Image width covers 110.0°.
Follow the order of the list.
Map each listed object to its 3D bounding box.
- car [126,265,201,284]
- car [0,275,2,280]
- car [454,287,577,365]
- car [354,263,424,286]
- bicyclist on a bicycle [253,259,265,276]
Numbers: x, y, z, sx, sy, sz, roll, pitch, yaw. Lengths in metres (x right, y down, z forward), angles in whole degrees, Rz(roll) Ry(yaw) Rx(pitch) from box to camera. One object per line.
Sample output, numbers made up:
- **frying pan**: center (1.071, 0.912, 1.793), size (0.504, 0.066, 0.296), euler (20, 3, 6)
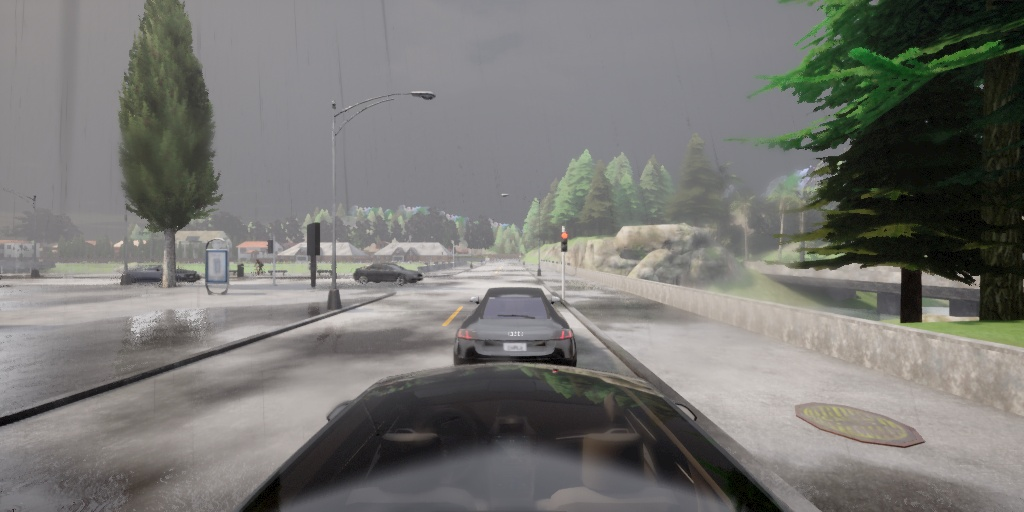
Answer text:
- **car**: center (-25.014, 1.314, 25.735), size (4.181, 1.385, 1.994), euler (0, 0, 0)
- **car**: center (-39.730, 1.314, 25.741), size (4.181, 1.385, 1.994), euler (0, 0, 0)
- **car**: center (0.063, 1.314, 7.307), size (1.994, 1.385, 4.181), euler (0, 0, 0)
- **car**: center (-8.608, 1.255, 25.119), size (4.892, 1.490, 1.837), euler (0, -1, 13)
- **bicyclist on a bicycle**: center (-24.100, 1.099, 34.130), size (0.582, 1.620, 1.656), euler (0, 0, 0)
